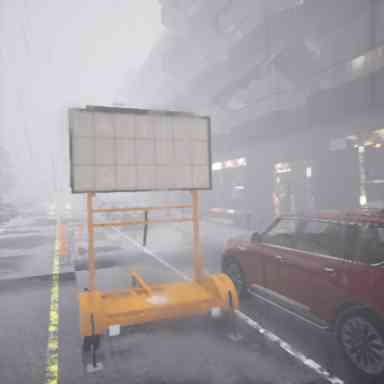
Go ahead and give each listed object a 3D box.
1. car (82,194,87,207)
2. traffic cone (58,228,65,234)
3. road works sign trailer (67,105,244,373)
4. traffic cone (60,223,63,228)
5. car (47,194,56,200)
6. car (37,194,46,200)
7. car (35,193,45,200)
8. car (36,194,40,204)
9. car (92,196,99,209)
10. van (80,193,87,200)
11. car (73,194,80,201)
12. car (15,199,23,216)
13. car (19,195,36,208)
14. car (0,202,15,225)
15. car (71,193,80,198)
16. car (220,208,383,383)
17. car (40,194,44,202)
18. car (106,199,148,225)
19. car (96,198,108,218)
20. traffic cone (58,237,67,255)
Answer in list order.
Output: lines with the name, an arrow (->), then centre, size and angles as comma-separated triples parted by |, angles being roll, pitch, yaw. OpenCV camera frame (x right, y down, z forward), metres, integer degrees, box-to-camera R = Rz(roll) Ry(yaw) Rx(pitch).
car -> -12.423, 1.246, 42.101 | 1.947, 1.339, 4.313 | -1, 1, -22
traffic cone -> -5.325, 1.881, 13.676 | 0.340, 0.580, 0.340 | -2, 1, -22
road works sign trailer -> -0.836, 0.392, 5.770 | 2.380, 3.560, 2.880 | -2, 1, -22
traffic cone -> -6.067, 1.872, 15.533 | 0.340, 0.580, 0.340 | -2, 1, -22
car -> -32.949, 1.177, 78.089 | 2.033, 1.411, 5.357 | -2, 1, -22
car -> -39.115, 1.215, 86.297 | 1.947, 1.339, 4.313 | -1, 1, -22
car -> -37.016, 1.121, 81.043 | 1.967, 1.590, 4.097 | -1, 1, -22
car -> -26.515, 1.414, 54.783 | 1.802, 1.307, 4.206 | -1, 1, -22
car -> -8.223, 1.285, 31.597 | 2.008, 1.369, 4.403 | -1, 1, -22
van -> -14.526, 0.994, 47.352 | 1.690, 1.788, 3.998 | -1, 1, -22
car -> -22.923, 1.120, 68.363 | 1.802, 1.307, 4.206 | -1, 1, -22
car -> -16.014, 1.535, 28.519 | 1.947, 1.339, 4.313 | -1, 1, -22
car -> -22.316, 1.328, 44.277 | 1.967, 1.590, 4.097 | -1, 1, -22
car -> -13.914, 1.541, 23.266 | 1.887, 1.381, 4.507 | -1, 1, -22
car -> -31.323, 0.965, 89.372 | 2.008, 1.369, 4.403 | -1, 1, -22
car -> 2.274, 1.173, 5.333 | 2.192, 1.841, 5.009 | -1, 1, -22
car -> -30.716, 1.213, 65.286 | 1.967, 1.590, 4.097 | -1, 1, -22
car -> -4.086, 1.311, 21.250 | 1.752, 1.417, 4.829 | -1, 1, -22
car -> -6.122, 1.327, 26.344 | 1.947, 1.339, 4.313 | -1, 1, -22
traffic cone -> -4.582, 1.890, 11.819 | 0.340, 0.580, 0.340 | -2, 1, -22
